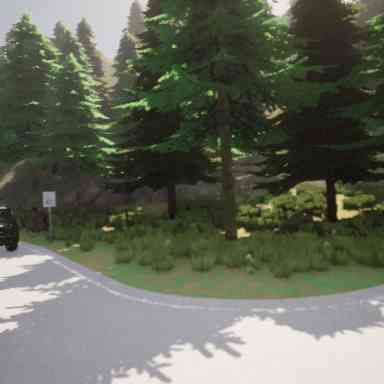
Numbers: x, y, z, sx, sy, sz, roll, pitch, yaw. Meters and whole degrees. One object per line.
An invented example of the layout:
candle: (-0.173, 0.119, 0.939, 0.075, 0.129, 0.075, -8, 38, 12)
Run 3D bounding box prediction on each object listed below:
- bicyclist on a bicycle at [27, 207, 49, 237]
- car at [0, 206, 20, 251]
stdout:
bicyclist on a bicycle: (-8.555, 1.615, 18.767, 0.582, 1.620, 1.656, 1, 14, 42)
car: (-9.863, 1.680, 15.430, 2.150, 2.045, 5.566, -3, 1, -44)
